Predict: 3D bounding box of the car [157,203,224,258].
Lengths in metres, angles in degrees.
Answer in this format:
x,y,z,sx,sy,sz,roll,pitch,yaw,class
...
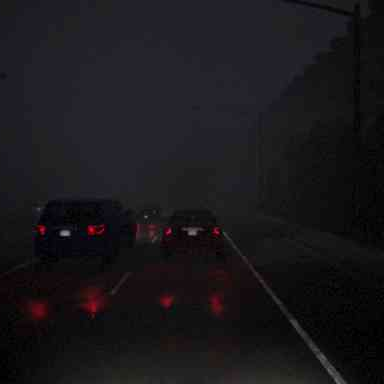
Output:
x,y,z,sx,sy,sz,roll,pitch,yaw,class
0.041,1.345,12.920,2.097,1.767,4.553,0,0,1,car

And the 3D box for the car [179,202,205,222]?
x,y,z,sx,sy,sz,roll,pitch,yaw,class
0.014,1.588,27.397,1.895,1.301,4.718,0,0,0,car

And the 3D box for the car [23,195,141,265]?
x,y,z,sx,sy,sz,roll,pitch,yaw,class
-3.472,1.217,11.851,2.150,2.045,5.566,0,0,0,car

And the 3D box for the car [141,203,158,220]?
x,y,z,sx,sy,sz,roll,pitch,yaw,class
-3.484,1.588,27.395,1.895,1.301,4.718,0,0,0,car

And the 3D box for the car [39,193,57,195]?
x,y,z,sx,sy,sz,roll,pitch,yaw,class
-22.775,1.197,53.584,5.566,2.045,2.150,0,0,31,car

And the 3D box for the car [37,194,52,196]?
x,y,z,sx,sy,sz,roll,pitch,yaw,class
-23.269,1.482,49.550,4.892,1.490,1.837,0,-1,36,car
